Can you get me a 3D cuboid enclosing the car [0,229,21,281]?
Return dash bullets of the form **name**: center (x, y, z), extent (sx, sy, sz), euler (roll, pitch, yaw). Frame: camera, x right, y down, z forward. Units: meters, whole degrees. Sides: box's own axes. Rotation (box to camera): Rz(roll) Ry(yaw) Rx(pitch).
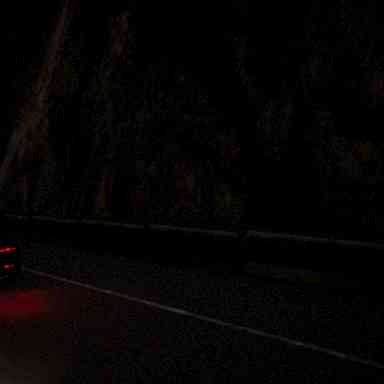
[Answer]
- **car**: center (-6.205, 1.414, 8.362), extent (4.892, 1.490, 1.837), euler (1, 1, 35)
